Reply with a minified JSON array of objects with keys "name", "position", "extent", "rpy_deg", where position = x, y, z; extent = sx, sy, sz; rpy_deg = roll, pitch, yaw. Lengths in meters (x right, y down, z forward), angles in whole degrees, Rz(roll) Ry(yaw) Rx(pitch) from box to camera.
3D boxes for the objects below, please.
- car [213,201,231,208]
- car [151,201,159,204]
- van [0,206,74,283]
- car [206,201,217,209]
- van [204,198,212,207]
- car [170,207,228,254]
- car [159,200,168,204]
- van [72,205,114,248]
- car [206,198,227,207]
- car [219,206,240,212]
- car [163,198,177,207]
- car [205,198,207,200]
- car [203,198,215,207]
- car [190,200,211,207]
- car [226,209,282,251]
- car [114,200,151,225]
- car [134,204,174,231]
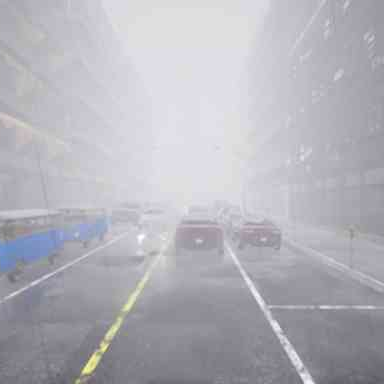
[{"name":"car","position":[2.968,1.763,26.157],"extent":[1.967,1.590,4.097],"rpy_deg":[2,-1,1]},{"name":"car","position":[-4.832,1.677,31.866],"extent":[2.192,1.841,5.009],"rpy_deg":[2,-1,1]},{"name":"van","position":[-5.163,1.431,9.747],"extent":[1.690,1.788,3.998],"rpy_deg":[2,-1,1]},{"name":"car","position":[3.418,2.348,59.337],"extent":[1.802,1.307,4.206],"rpy_deg":[1,-1,1]},{"name":"van","position":[3.671,2.356,75.931],"extent":[1.690,1.788,3.998],"rpy_deg":[1,-1,1]},{"name":"car","position":[0.298,1.645,14.399],"extent":[1.882,1.535,5.008],"rpy_deg":[0,-1,1]},{"name":"car","position":[-4.674,2.072,42.924],"extent":[1.947,1.339,4.313],"rpy_deg":[2,-1,1]},{"name":"van","position":[-5.081,1.497,15.279],"extent":[1.690,1.788,3.998],"rpy_deg":[2,-1,1]},{"name":"car","position":[3.095,1.778,37.219],"extent":[2.192,1.841,5.009],"rpy_deg":[1,-1,1]},{"name":"car","position":[2.875,1.798,20.625],"extent":[1.887,1.381,4.507],"rpy_deg":[2,-1,1]},{"name":"car","position":[-4.420,2.051,59.513],"extent":[2.192,1.841,5.009],"rpy_deg":[2,-1,1]},{"name":"car","position":[3.256,2.051,48.279],"extent":[1.967,1.590,4.097],"rpy_deg":[1,-1,1]},{"name":"car","position":[3.589,2.245,70.401],"extent":[2.192,1.841,5.009],"rpy_deg":[1,-1,1]},{"name":"car","position":[0.561,1.863,31.949],"extent":[1.882,1.535,5.008],"rpy_deg":[0,-1,1]},{"name":"car","position":[2.792,1.731,15.096],"extent":[1.887,1.381,4.507],"rpy_deg":[2,-1,1]},{"name":"car","position":[-4.915,1.607,26.337],"extent":[2.192,1.841,5.009],"rpy_deg":[2,-1,1]},{"name":"car","position":[-2.511,1.786,22.992],"extent":[1.812,1.442,4.674],"rpy_deg":[0,-1,1]}]
